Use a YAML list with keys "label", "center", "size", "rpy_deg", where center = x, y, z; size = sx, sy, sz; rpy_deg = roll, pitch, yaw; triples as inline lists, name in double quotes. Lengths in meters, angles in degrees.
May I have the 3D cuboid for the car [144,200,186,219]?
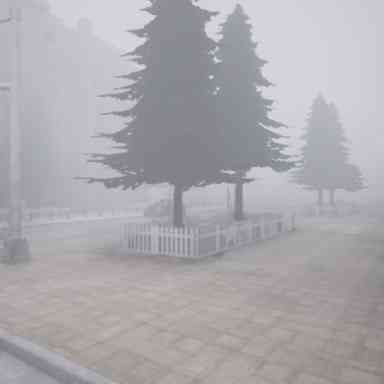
- label: "car"
  center: [-2.546, 1.528, 31.766]
  size: [2.097, 1.767, 4.553]
  rpy_deg: [-1, -1, 34]
